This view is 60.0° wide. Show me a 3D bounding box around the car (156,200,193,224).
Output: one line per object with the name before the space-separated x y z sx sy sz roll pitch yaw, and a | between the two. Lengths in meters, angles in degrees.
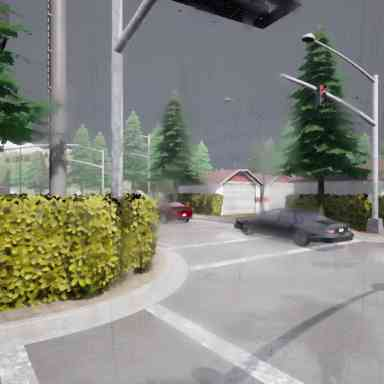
car | -1.934 1.305 23.388 1.882 1.535 5.008 -1 1 -35

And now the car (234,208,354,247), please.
car | 4.264 1.421 14.795 2.033 1.411 5.357 0 2 -35
